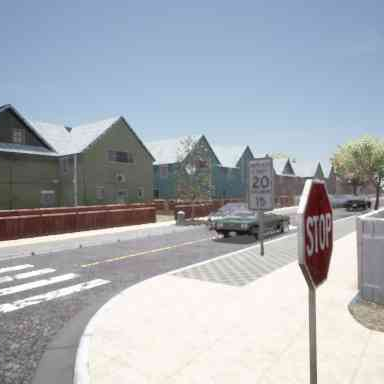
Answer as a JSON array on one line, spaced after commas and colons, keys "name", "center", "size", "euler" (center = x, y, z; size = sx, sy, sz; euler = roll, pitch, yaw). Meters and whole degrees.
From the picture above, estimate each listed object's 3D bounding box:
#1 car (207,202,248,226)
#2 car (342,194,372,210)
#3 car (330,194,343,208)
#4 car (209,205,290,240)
[{"name": "car", "center": [2.811, 1.413, 20.639], "size": [2.128, 1.511, 4.902], "euler": [-2, -1, 37]}, {"name": "car", "center": [18.369, 1.175, 36.489], "size": [1.882, 1.535, 5.008], "euler": [-2, -1, 37]}, {"name": "car", "center": [18.249, 1.103, 41.121], "size": [2.097, 1.767, 4.553], "euler": [-2, -1, 37]}, {"name": "car", "center": [3.072, 1.477, 16.065], "size": [1.895, 1.301, 4.718], "euler": [-2, -1, 37]}]
